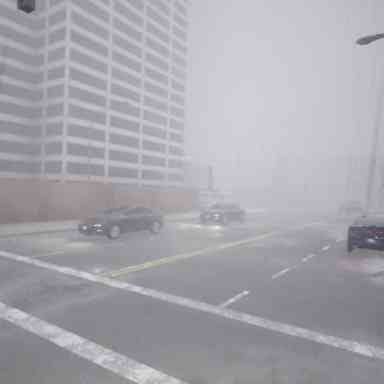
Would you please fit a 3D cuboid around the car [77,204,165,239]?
[{"bbox_3d":[-3.353,1.381,16.591,1.837,1.490,4.892,2,0,34],"label":"car"}]

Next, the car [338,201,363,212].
[{"bbox_3d":[21.257,1.975,44.614,2.097,1.767,4.553,2,0,11],"label":"car"}]

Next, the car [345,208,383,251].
[{"bbox_3d":[8.108,1.723,14.530,1.882,1.535,5.008,2,0,34],"label":"car"}]

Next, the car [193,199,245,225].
[{"bbox_3d":[2.402,1.557,25.196,1.837,1.490,4.892,2,0,34],"label":"car"}]
